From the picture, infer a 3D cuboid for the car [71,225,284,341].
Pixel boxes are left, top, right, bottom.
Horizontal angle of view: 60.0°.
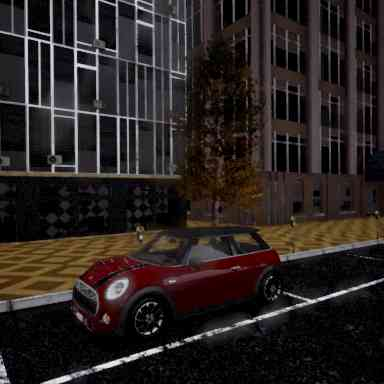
[{"bbox_3d":[-0.156,1.439,6.429,4.097,1.590,1.967,0,-1,-35],"label":"car"}]
